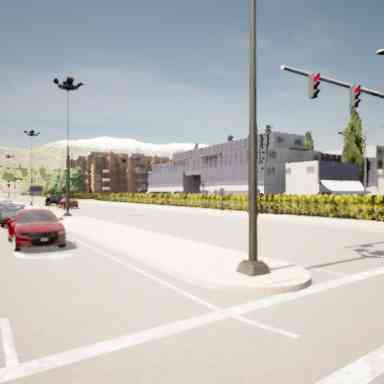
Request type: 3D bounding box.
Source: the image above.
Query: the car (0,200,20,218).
[{"bbox_3d":[-17.982,1.593,32.089,2.033,1.411,5.357,0,0,-32],"label":"car"}]

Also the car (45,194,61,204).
[{"bbox_3d":[-22.981,1.303,55.482,2.150,2.045,5.566,0,0,-32],"label":"car"}]

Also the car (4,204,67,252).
[{"bbox_3d":[-6.809,1.499,14.456,1.882,1.535,5.008,0,0,-32],"label":"car"}]

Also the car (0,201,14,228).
[{"bbox_3d":[-12.336,1.581,23.155,2.033,1.411,5.357,0,0,-32],"label":"car"}]

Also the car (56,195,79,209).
[{"bbox_3d":[-17.024,1.546,45.974,1.882,1.535,5.008,0,0,-32],"label":"car"}]
